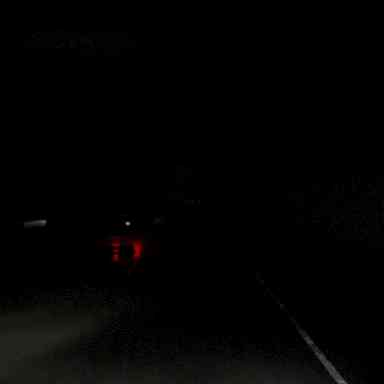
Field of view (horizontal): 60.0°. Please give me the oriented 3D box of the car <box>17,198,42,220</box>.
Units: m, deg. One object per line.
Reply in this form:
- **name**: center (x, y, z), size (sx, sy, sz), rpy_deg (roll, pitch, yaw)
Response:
- **car**: center (-14.096, 1.305, 27.109), size (2.097, 1.767, 4.553), rpy_deg (0, 0, 0)

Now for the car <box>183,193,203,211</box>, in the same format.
- **car**: center (0.101, 1.153, 39.720), size (2.150, 2.045, 5.566), rpy_deg (0, 0, 0)

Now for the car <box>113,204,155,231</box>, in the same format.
- **car**: center (-3.399, 1.456, 20.070), size (2.128, 1.511, 4.902), rpy_deg (0, 0, 0)
